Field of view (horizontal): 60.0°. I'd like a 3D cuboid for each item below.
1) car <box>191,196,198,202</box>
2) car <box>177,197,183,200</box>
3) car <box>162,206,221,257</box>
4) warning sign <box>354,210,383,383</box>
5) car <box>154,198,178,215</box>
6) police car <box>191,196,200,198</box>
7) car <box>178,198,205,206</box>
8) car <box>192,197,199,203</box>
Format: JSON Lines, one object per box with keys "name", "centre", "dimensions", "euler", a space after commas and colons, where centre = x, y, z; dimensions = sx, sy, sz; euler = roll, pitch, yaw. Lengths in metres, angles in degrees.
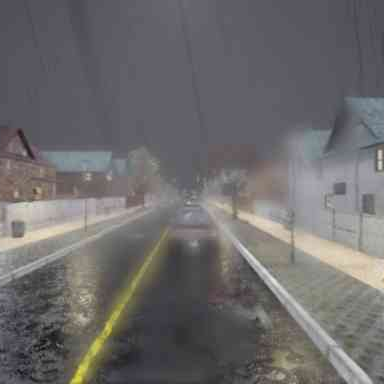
{"name": "car", "centre": [0.793, 2.000, 93.243], "dimensions": [1.882, 1.535, 5.008], "euler": [0, -1, 0]}
{"name": "car", "centre": [-2.776, 1.813, 76.312], "dimensions": [2.128, 1.511, 4.902], "euler": [0, 0, 0]}
{"name": "car", "centre": [0.087, 1.522, 13.153], "dimensions": [2.128, 1.511, 4.902], "euler": [0, 0, 0]}
{"name": "warning sign", "centre": [2.507, 1.121, 3.249], "dimensions": [1.300, 1.860, 1.060], "euler": [-1, -1, 0]}
{"name": "car", "centre": [-2.856, 1.613, 35.695], "dimensions": [1.837, 1.490, 4.892], "euler": [0, -1, 0]}
{"name": "police car", "centre": [0.798, 1.808, 77.352], "dimensions": [1.930, 1.638, 5.238], "euler": [0, 0, 0]}
{"name": "car", "centre": [0.083, 1.570, 28.748], "dimensions": [2.128, 1.511, 4.902], "euler": [0, 0, 0]}
{"name": "car", "centre": [0.795, 1.991, 87.242], "dimensions": [1.812, 1.442, 4.674], "euler": [0, -1, 0]}
